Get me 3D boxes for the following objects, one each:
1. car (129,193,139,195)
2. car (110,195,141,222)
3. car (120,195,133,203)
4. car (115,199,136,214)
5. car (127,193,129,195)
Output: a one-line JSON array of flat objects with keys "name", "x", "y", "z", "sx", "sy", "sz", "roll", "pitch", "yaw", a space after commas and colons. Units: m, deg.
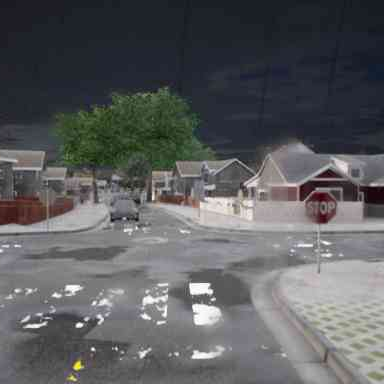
[{"name": "car", "x": -9.975, "y": 1.153, "z": 55.930, "sx": 2.150, "sy": 2.045, "sz": 5.566, "roll": 0, "pitch": 0, "yaw": -17}, {"name": "car", "x": -5.254, "y": 1.330, "z": 26.117, "sx": 2.097, "sy": 1.767, "sz": 4.553, "roll": 0, "pitch": 0, "yaw": -10}, {"name": "car", "x": -13.007, "y": 1.415, "z": 65.830, "sx": 2.128, "sy": 1.511, "sz": 4.902, "roll": 0, "pitch": 0, "yaw": -16}, {"name": "car", "x": -7.348, "y": 1.516, "z": 36.604, "sx": 2.033, "sy": 1.411, "sz": 5.357, "roll": 0, "pitch": 0, "yaw": -13}, {"name": "car", "x": -11.209, "y": 1.308, "z": 50.571, "sx": 2.097, "sy": 1.767, "sz": 4.553, "roll": 0, "pitch": 0, "yaw": -17}]
